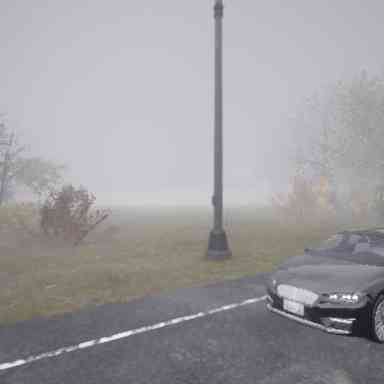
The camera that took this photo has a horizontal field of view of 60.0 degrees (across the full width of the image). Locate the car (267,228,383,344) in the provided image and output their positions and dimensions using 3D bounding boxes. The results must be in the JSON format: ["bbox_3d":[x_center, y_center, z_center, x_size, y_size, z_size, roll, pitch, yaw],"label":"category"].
[{"bbox_3d":[3.548,1.510,6.531,4.902,1.511,2.128,0,0,-36],"label":"car"}]
